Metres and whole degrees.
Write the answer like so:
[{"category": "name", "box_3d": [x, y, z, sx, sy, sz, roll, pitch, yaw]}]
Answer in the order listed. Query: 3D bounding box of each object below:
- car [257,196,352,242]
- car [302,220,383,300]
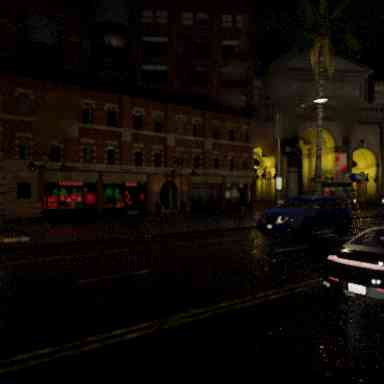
[{"category": "car", "box_3d": [5.771, 1.212, 16.713, 5.566, 2.045, 2.150, 0, 0, -36]}, {"category": "car", "box_3d": [4.881, 1.486, 7.255, 4.902, 1.511, 2.128, 0, 0, -35]}]
